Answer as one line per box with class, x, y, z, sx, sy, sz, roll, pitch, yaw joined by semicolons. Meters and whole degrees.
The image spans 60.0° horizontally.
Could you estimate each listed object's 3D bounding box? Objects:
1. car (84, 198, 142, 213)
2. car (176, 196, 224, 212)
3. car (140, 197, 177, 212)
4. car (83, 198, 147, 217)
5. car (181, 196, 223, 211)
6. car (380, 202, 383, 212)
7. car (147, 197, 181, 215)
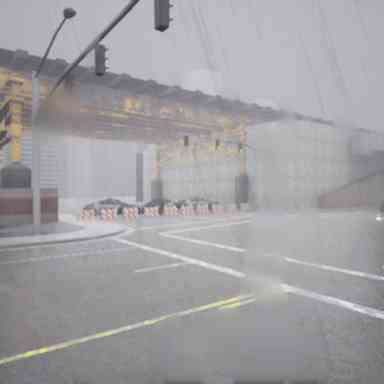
car;-6.898;1.184;29.275;4.536;1.218;1.853;0;0;8
car;0.818;1.244;35.703;4.974;1.542;2.038;0;0;-7
car;-3.082;1.139;31.997;1.853;1.218;4.536;0;0;18
car;-6.846;1.341;29.269;4.974;1.542;2.038;0;0;8
car;0.766;1.087;35.695;4.536;1.218;1.853;0;0;-7
car;19.845;1.140;31.848;5.008;1.535;1.882;-1;0;-37
car;-3.097;1.296;31.949;2.038;1.542;4.974;0;0;18
